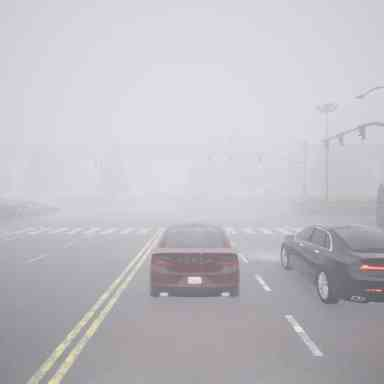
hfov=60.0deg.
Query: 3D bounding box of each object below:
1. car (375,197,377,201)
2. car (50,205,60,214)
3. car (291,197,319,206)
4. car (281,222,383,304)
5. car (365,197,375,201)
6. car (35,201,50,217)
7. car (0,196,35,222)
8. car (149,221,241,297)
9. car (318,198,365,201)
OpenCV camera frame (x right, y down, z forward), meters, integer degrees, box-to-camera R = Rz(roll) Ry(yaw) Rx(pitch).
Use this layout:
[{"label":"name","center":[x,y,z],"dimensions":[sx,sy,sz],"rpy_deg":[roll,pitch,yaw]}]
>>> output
[{"label":"car","center":[25.897,1.505,47.083],"dimensions":[4.892,1.490,1.837],"rpy_deg":[0,0,0]},{"label":"car","center":[-16.017,1.547,33.040],"dimensions":[5.357,1.411,2.033],"rpy_deg":[0,0,0]},{"label":"car","center":[16.576,1.505,47.112],"dimensions":[4.892,1.490,1.837],"rpy_deg":[0,0,0]},{"label":"car","center":[3.556,1.505,8.101],"dimensions":[1.837,1.490,4.892],"rpy_deg":[0,0,0]},{"label":"car","center":[20.495,1.547,43.598],"dimensions":[5.357,1.411,2.033],"rpy_deg":[0,0,0]},{"label":"car","center":[-15.724,1.504,29.538],"dimensions":[4.892,1.490,1.837],"rpy_deg":[0,0,0]},{"label":"car","center":[-15.787,1.223,26.037],"dimensions":[5.566,2.045,2.150],"rpy_deg":[0,0,0]},{"label":"car","center":[0.058,1.478,8.614],"dimensions":[1.882,1.535,5.008],"rpy_deg":[0,0,0]},{"label":"car","center":[17.979,1.564,40.108],"dimensions":[4.181,1.385,1.994],"rpy_deg":[0,0,0]}]
